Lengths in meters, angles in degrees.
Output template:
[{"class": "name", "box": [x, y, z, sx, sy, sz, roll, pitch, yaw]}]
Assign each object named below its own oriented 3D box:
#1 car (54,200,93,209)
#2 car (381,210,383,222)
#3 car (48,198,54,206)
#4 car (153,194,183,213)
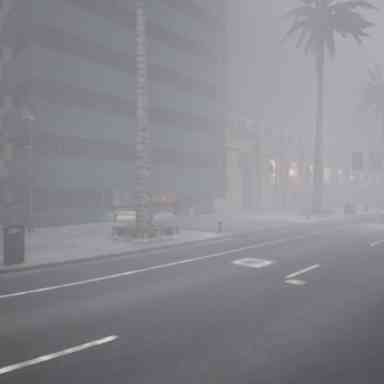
[{"class": "car", "box": [-17.023, 1.765, 48.595, 1.895, 1.301, 4.718, -1, 0, 44]}, {"class": "car", "box": [16.397, 1.635, 26.094, 1.895, 1.301, 4.718, -1, 0, 44]}, {"class": "car", "box": [-25.118, 1.793, 56.915, 2.161, 1.482, 4.786, -1, 0, 44]}, {"class": "car", "box": [-3.084, 1.207, 36.410, 2.435, 2.045, 5.566, -1, 0, 44]}]
